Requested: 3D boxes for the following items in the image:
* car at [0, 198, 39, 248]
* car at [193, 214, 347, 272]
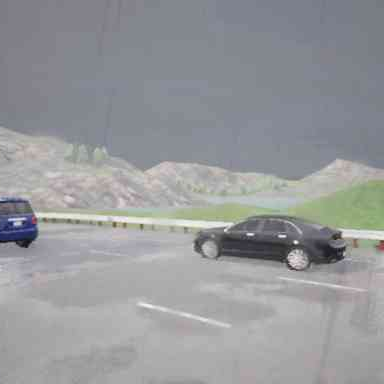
[{"bbox_3d":[-8.678,1.247,13.601,5.566,2.045,2.150,0,0,31],"label":"car"},{"bbox_3d":[2.297,1.493,10.759,4.892,1.490,1.837,0,0,34],"label":"car"}]
